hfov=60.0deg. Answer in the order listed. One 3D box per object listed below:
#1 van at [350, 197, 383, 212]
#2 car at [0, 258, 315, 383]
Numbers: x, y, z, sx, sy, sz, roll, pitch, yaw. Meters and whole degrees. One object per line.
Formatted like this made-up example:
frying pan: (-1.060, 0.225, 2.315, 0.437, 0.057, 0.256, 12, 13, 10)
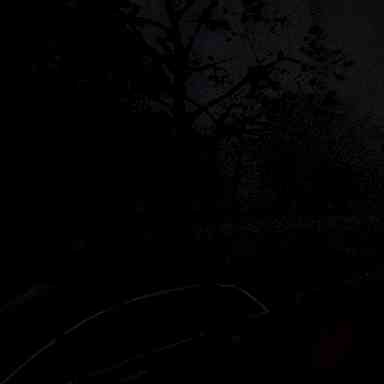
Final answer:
van: (23.981, 1.687, 45.605, 1.878, 1.987, 4.442, 2, -1, -35)
car: (-0.865, 1.504, 3.068, 4.892, 1.490, 1.837, 0, 0, -36)
